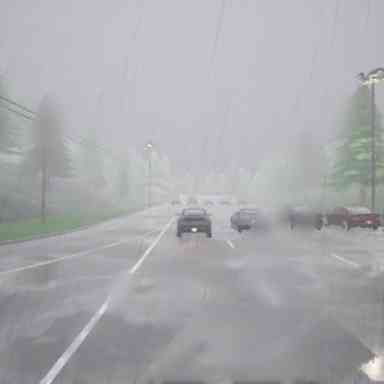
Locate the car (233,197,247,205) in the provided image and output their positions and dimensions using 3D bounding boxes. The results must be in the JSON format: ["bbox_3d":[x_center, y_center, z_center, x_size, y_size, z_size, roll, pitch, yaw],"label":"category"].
[{"bbox_3d":[10.572,2.085,71.559,1.837,1.490,4.892,0,0,0],"label":"car"}]

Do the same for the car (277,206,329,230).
[{"bbox_3d":[7.120,1.668,22.419,1.882,1.535,5.008,0,0,0],"label":"car"}]

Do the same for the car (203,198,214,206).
[{"bbox_3d":[3.571,2.098,70.733,2.128,1.511,4.902,0,0,0],"label":"car"}]

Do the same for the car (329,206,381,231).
[{"bbox_3d":[10.621,1.671,22.417,1.882,1.535,5.008,0,0,0],"label":"car"}]

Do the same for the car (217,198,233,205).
[{"bbox_3d":[7.072,2.175,71.176,1.895,1.301,4.718,0,0,0],"label":"car"}]

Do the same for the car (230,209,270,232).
[{"bbox_3d":[3.620,1.742,21.285,1.994,1.385,4.181,0,0,0],"label":"car"}]

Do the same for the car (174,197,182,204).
[{"bbox_3d":[-3.418,2.044,81.159,1.882,1.535,5.008,0,0,0],"label":"car"}]

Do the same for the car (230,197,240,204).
[{"bbox_3d":[10.583,2.061,81.561,1.882,1.535,5.008,0,0,0],"label":"car"}]

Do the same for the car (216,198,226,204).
[{"bbox_3d":[7.082,2.172,81.177,1.895,1.301,4.718,0,0,0],"label":"car"}]

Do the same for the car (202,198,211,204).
[{"bbox_3d":[3.582,2.169,81.181,1.895,1.301,4.718,0,0,0],"label":"car"}]

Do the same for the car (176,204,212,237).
[{"bbox_3d":[0.117,1.665,19.338,1.837,1.490,4.892,0,0,0],"label":"car"}]

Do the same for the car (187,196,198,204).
[{"bbox_3d":[0.072,1.801,71.603,2.150,2.045,5.566,0,0,0],"label":"car"}]

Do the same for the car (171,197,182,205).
[{"bbox_3d":[-3.429,2.065,70.741,1.837,1.490,4.892,0,0,0],"label":"car"}]
